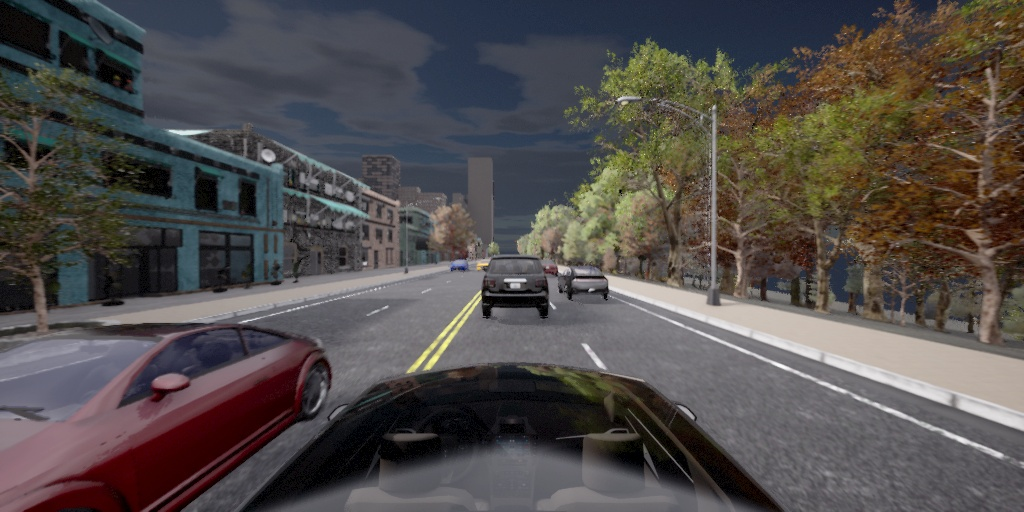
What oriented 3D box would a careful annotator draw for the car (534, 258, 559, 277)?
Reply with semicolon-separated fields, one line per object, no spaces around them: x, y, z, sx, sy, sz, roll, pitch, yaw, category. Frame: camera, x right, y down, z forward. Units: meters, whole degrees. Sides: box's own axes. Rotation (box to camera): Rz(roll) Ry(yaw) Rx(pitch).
3.347;1.084;35.839;2.097;1.767;4.553;0;0;0;car

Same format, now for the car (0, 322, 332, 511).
-3.351;1.313;3.012;1.994;1.385;4.181;0;0;0;car

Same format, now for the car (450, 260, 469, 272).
-6.586;1.204;45.403;1.882;1.535;5.008;0;0;0;car

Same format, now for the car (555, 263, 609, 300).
3.348;1.234;17.526;2.128;1.511;4.902;0;0;0;car

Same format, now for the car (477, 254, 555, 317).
0.098;0.965;13.203;2.150;2.045;5.566;0;0;0;car

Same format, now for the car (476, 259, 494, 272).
-3.340;1.205;45.447;1.882;1.535;5.008;0;0;0;car
